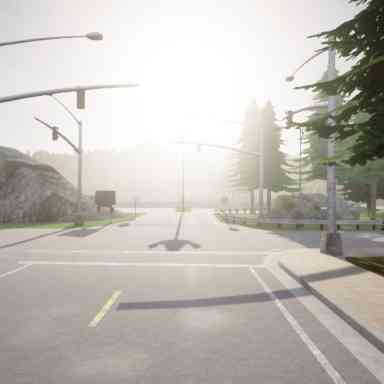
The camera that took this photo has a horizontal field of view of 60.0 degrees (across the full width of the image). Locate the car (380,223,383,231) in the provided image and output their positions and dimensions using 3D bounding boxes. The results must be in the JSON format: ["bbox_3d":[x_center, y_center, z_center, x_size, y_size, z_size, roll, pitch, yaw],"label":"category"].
[{"bbox_3d":[15.035,2.058,21.108,5.357,1.411,2.033,0,-1,-2],"label":"car"}]
